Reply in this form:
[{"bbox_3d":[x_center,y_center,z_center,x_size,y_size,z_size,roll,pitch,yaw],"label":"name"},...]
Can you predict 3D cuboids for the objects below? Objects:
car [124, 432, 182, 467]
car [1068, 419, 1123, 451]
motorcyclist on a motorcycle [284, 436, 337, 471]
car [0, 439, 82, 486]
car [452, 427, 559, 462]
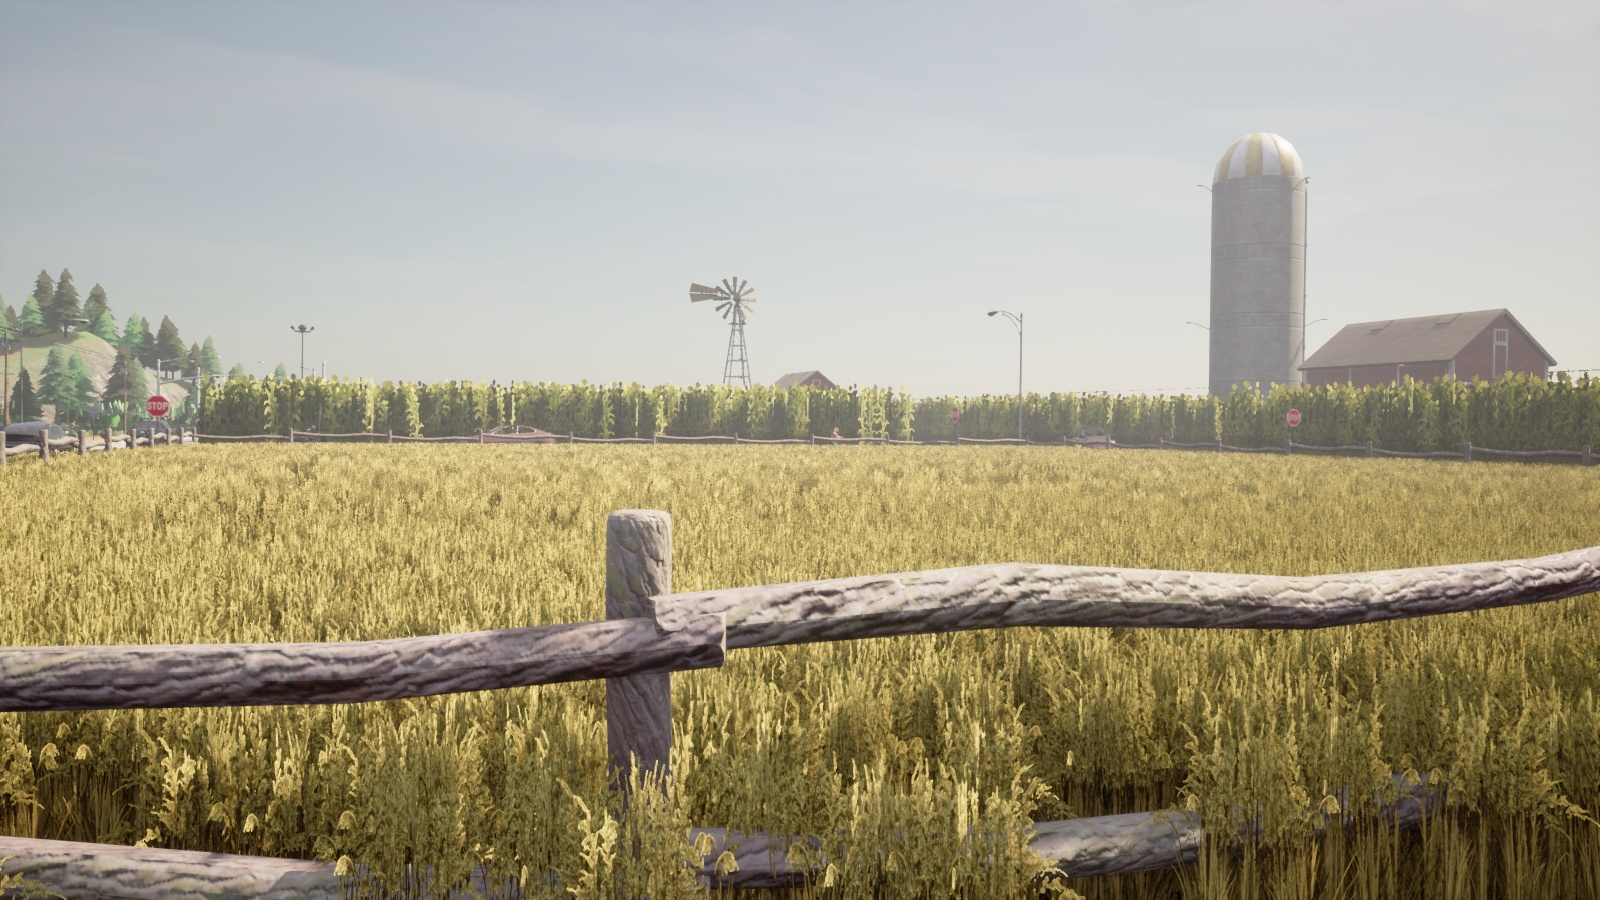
[{"bbox_3d":[-34.752,-0.067,67.534,2.097,1.767,4.553,-1,1,-19],"label":"car"},{"bbox_3d":[15.457,-0.775,65.921,1.851,1.617,3.988,-1,0,-1],"label":"car"},{"bbox_3d":[-22.253,0.143,57.169,2.191,1.530,0.866,-1,1,-19],"label":"motorcyclist on a motorcycle"},{"bbox_3d":[-26.495,0.380,43.547,1.837,1.490,4.892,-1,1,-19],"label":"car"},{"bbox_3d":[-14.786,-0.292,63.064,5.027,1.651,2.152,-1,1,-19],"label":"car"}]
